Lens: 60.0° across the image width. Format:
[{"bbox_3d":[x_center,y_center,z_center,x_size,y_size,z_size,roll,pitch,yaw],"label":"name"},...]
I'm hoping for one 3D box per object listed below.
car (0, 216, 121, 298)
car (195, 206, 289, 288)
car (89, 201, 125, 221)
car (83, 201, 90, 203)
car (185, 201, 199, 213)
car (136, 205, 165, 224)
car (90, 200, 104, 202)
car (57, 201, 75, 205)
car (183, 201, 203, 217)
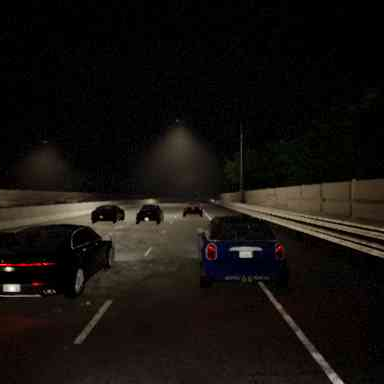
[{"bbox_3d":[-3.397,1.598,8.732,1.837,1.490,4.892,0,-1,0],"label":"car"},{"bbox_3d":[1.228,1.455,9.695,2.097,1.767,4.553,0,-1,0],"label":"car"},{"bbox_3d":[-6.890,1.782,27.742,1.882,1.535,5.008,0,-1,0],"label":"car"},{"bbox_3d":[-20.977,2.413,67.306,1.895,1.301,4.718,0,-1,0],"label":"car"},{"bbox_3d":[0.023,2.015,46.575,1.882,1.535,5.008,0,-1,0],"label":"car"},{"bbox_3d":[-3.390,1.804,27.333,1.837,1.490,4.892,0,-1,0],"label":"car"},{"bbox_3d":[-17.489,2.293,63.606,1.812,1.442,4.674,0,-1,0],"label":"car"},{"bbox_3d":[-24.478,2.374,64.590,1.895,1.301,4.718,0,-1,0],"label":"car"},{"bbox_3d":[0.088,1.765,36.725,2.097,1.767,4.553,0,-1,0],"label":"car"}]
